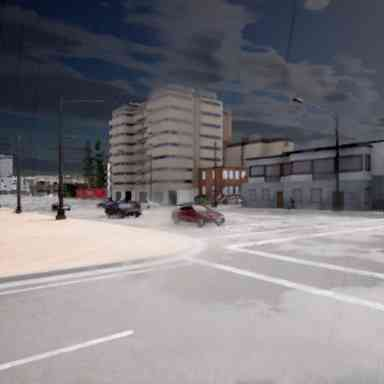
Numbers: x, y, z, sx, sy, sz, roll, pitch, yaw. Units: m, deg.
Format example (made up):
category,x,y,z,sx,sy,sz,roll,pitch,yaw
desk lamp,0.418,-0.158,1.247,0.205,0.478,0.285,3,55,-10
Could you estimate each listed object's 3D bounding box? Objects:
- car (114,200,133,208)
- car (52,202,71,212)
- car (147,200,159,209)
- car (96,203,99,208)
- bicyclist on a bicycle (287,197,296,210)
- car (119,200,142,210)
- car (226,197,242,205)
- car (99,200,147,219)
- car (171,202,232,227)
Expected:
category,x,y,z,sx,sy,sz,roll,pitch,yaw
car,-13.550,2.274,65.174,1.812,1.442,4.674,0,0,-37
car,-19.681,2.219,49.976,2.128,1.511,4.902,0,-1,-36
car,-7.330,2.165,56.967,1.812,1.442,4.674,0,-1,-36
car,-16.350,2.310,63.073,2.033,1.411,5.357,0,0,-37
bicyclist on a bicycle,12.164,1.381,40.684,1.656,1.620,0.582,-1,0,-37
car,-10.194,2.160,54.948,1.837,1.490,4.892,0,-1,-36
car,8.229,1.625,61.930,1.970,1.475,3.806,0,-1,-37
car,-6.886,1.812,32.792,2.033,1.411,5.357,0,-1,-37
car,0.321,1.586,23.185,1.812,1.442,4.674,0,-1,-37
